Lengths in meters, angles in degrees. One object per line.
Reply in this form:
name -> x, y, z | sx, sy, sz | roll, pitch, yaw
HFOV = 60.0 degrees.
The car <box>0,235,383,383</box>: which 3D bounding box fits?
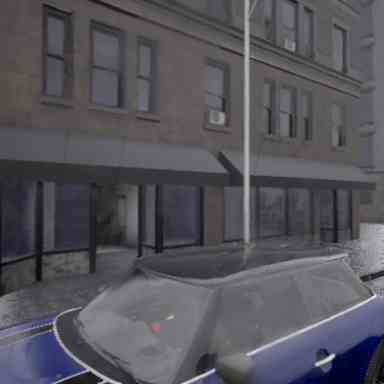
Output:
car -> 0.016, 1.385, 3.072 | 4.553, 1.767, 2.097 | 0, -1, -37
